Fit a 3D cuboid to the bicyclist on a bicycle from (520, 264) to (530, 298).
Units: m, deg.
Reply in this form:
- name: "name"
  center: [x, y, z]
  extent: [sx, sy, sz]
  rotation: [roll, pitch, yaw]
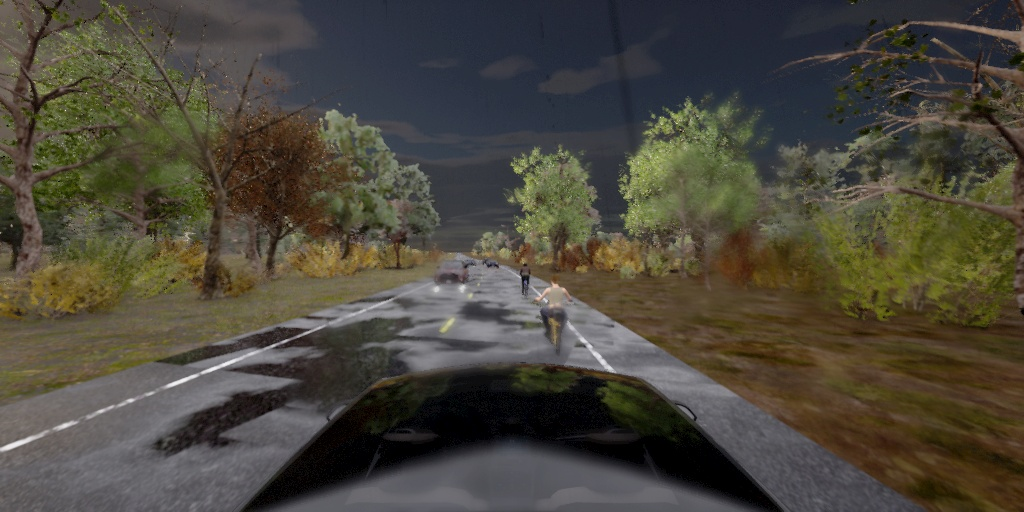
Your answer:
- name: "bicyclist on a bicycle"
  center: [0.658, 1.198, 17.599]
  extent: [0.582, 1.620, 1.656]
  rotation: [0, 0, -2]

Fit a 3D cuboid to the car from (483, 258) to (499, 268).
- name: "car"
  center: [-3.320, 1.277, 60.048]
  extent: [1.895, 1.301, 4.718]
  rotation: [0, 0, -6]

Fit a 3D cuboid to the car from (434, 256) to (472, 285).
- name: "car"
  center: [-4.257, 1.094, 25.814]
  extent: [2.097, 1.767, 4.553]
  rotation: [0, 0, -3]

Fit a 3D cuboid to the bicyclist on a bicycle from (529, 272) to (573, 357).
- name: "bicyclist on a bicycle"
  center: [0.899, 1.186, 7.582]
  extent: [0.866, 1.612, 1.509]
  rotation: [0, 0, -1]
